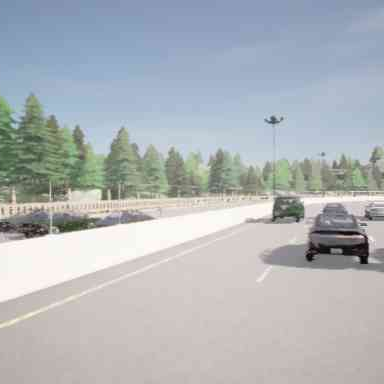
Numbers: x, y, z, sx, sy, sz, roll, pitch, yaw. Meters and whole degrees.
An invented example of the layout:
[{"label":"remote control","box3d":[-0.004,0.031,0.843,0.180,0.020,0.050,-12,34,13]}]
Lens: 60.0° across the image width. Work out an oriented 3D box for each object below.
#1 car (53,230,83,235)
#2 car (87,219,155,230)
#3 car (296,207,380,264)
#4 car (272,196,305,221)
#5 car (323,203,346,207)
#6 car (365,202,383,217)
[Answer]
[{"label":"car","box3d":[-7.317,1.776,18.875,1.895,1.301,4.718,-1,0,23]},{"label":"car","box3d":[-3.687,1.709,18.466,1.994,1.385,4.181,-1,0,23]},{"label":"car","box3d":[5.202,1.529,12.036,2.128,1.511,4.902,-1,0,23]},{"label":"car","box3d":[8.071,1.336,27.752,2.150,2.045,5.566,-1,0,23]},{"label":"car","box3d":[12.532,1.654,29.290,1.994,1.385,4.181,-1,0,23]},{"label":"car","box3d":[15.882,1.583,28.220,1.812,1.442,4.674,-1,0,23]}]
